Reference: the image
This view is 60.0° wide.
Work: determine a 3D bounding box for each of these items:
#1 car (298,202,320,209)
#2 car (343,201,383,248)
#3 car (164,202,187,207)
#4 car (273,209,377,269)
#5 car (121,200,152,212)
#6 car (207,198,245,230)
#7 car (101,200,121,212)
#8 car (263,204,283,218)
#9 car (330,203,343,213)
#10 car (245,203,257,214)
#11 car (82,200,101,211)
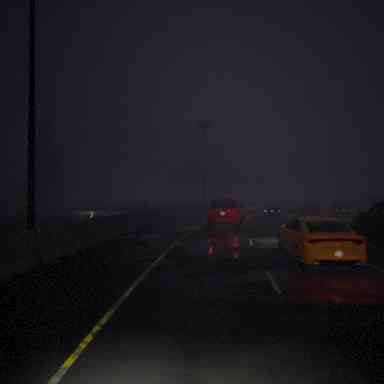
[{"bbox_3d":[11.920,1.812,33.947,1.882,1.535,5.008,0,-1,15],"label":"car"},{"bbox_3d":[7.880,1.353,12.515,2.150,2.045,5.566,0,-1,6],"label":"car"},{"bbox_3d":[-2.318,2.030,47.808,1.895,1.301,4.718,0,-1,19],"label":"car"},{"bbox_3d":[4.310,1.594,11.735,1.882,1.535,5.008,0,-1,5],"label":"car"},{"bbox_3d":[-7.099,1.866,44.349,1.882,1.535,5.008,0,-1,18],"label":"car"},{"bbox_3d":[2.346,1.438,23.162,2.150,2.045,5.566,0,-1,10],"label":"car"},{"bbox_3d":[-10.211,1.999,46.179,1.895,1.301,4.718,0,-1,18],"label":"car"},{"bbox_3d":[8.098,1.868,33.324,2.033,1.411,5.357,0,-1,15],"label":"car"},{"bbox_3d":[16.136,1.910,36.105,2.033,1.411,5.357,0,-1,17],"label":"car"},{"bbox_3d":[6.979,1.996,41.864,1.895,1.301,4.718,0,-1,18],"label":"car"},{"bbox_3d":[-13.548,1.903,47.133,1.837,1.490,4.892,0,0,18],"label":"car"}]
